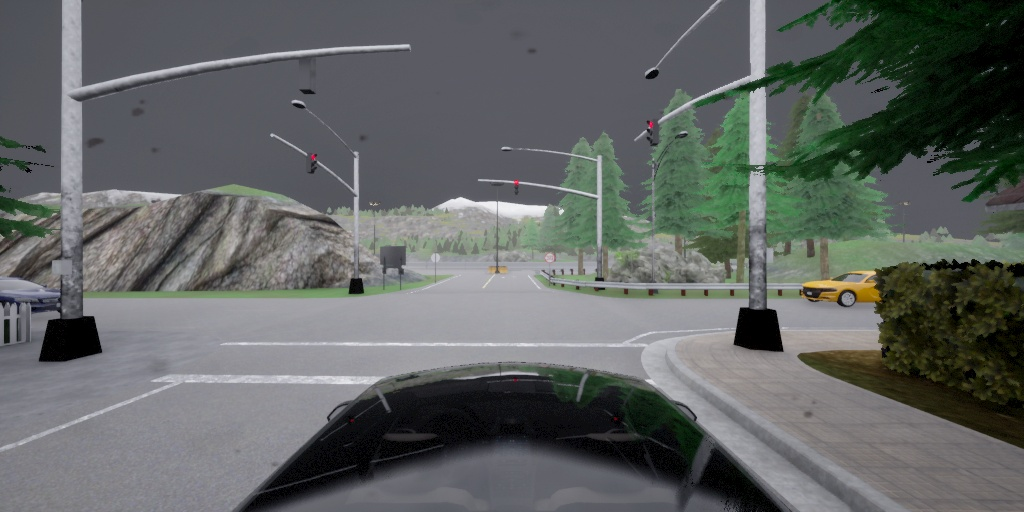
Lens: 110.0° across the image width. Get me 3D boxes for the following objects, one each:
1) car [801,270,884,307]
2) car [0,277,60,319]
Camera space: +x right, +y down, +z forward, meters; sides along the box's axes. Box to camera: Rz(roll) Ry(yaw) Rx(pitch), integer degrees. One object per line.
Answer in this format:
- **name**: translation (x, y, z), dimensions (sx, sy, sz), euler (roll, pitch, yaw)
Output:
- **car**: translation (15.954, 1.419, 16.204), dimensions (5.008, 1.535, 1.882), euler (0, 0, 0)
- **car**: translation (-18.279, 1.467, 12.689), dimensions (4.674, 1.442, 1.812), euler (0, 0, 0)
